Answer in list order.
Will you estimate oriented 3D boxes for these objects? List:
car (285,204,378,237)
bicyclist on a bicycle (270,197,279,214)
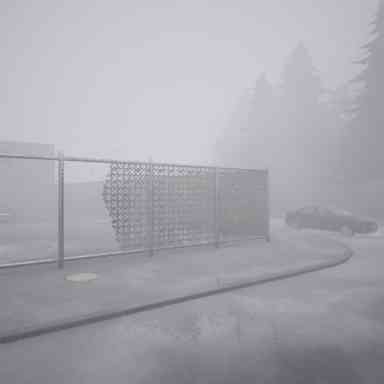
[{"bbox_3d":[7.561,1.477,18.480,1.882,1.535,5.008,0,0,-36],"label":"car"},{"bbox_3d":[7.911,1.349,32.441,1.656,1.620,0.582,0,0,-36],"label":"bicyclist on a bicycle"}]
